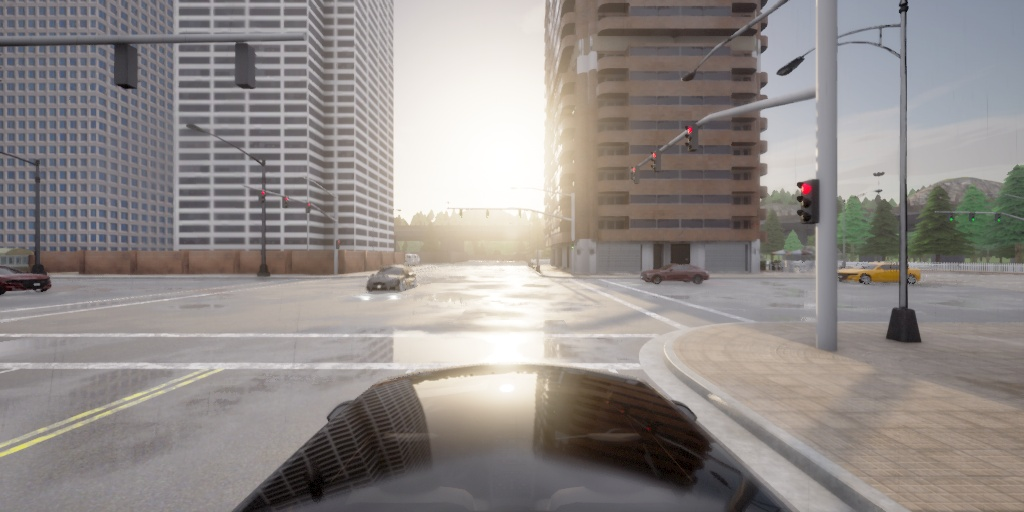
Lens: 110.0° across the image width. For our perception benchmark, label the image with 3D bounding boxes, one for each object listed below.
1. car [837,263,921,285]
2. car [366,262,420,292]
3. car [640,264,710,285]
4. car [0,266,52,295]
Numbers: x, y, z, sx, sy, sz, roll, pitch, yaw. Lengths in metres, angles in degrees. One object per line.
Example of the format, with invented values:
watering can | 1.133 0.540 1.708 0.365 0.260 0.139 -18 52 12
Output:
car | 26.114 1.227 25.710 5.008 1.535 1.882 0 0 1
car | -7.004 1.344 21.311 1.837 1.490 4.892 0 0 0
car | 11.716 1.275 25.892 4.674 1.442 1.812 0 0 2
car | -27.485 1.227 18.874 5.008 1.535 1.882 0 0 0
